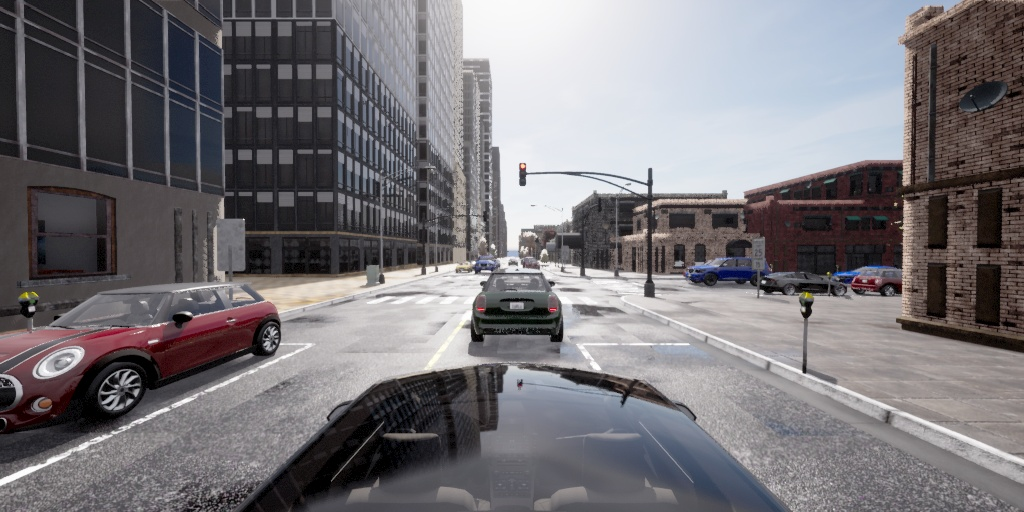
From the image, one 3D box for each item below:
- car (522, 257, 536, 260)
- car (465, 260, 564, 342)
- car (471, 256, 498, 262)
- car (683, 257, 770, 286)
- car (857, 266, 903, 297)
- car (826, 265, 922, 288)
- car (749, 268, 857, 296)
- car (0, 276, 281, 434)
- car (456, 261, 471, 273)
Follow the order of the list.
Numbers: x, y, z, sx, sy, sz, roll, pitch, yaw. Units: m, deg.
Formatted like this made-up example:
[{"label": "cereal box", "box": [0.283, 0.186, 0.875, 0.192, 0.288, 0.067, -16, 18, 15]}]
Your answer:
[{"label": "car", "box": [2.781, 1.179, 49.134, 1.967, 1.591, 4.097, 0, 0, 0]}, {"label": "car", "box": [0.150, 1.100, 9.910, 2.097, 1.767, 4.553, 0, 0, 1]}, {"label": "car", "box": [-3.012, 0.962, 41.496, 2.150, 2.045, 5.566, 0, 0, 1]}, {"label": "car", "box": [15.777, 1.105, 26.234, 5.566, 2.045, 2.150, 1, 1, 1]}, {"label": "car", "box": [21.994, 1.474, 20.364, 4.097, 1.591, 1.967, 0, 0, 1]}, {"label": "car", "box": [26.238, 1.461, 26.083, 5.008, 1.535, 1.882, 1, 1, 1]}, {"label": "car", "box": [16.447, 1.547, 20.446, 4.313, 1.339, 1.948, 0, 0, 1]}, {"label": "car", "box": [-5.684, 1.189, 5.613, 1.967, 1.591, 4.097, 0, 0, 0]}, {"label": "car", "box": [-5.749, 1.265, 43.391, 1.751, 1.417, 4.829, 0, 0, 0]}]
